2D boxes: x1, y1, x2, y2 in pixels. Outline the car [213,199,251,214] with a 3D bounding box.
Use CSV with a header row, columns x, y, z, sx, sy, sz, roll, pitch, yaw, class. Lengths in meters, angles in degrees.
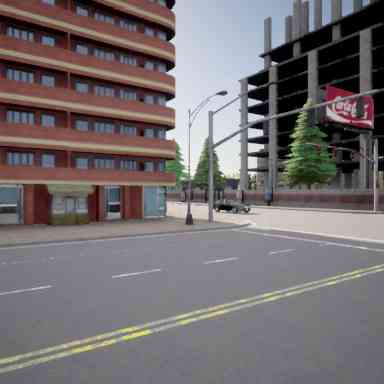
x,y,z,sx,sy,sz,roll,pitch,yaw,class
4.209,1.491,35.904,2.128,1.511,4.902,0,0,-35,car
